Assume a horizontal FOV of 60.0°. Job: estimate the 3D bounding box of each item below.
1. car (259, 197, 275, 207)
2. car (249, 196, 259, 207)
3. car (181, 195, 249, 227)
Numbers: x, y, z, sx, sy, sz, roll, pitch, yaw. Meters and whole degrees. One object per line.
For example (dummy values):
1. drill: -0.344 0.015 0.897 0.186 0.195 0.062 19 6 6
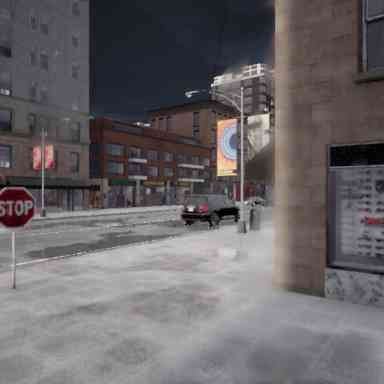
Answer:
1. car: 11.849 1.492 48.364 1.994 1.385 4.181 0 0 36
2. car: 9.206 1.416 50.255 2.128 1.511 4.902 0 0 36
3. car: 1.498 1.198 22.729 2.150 2.045 5.566 0 0 36
